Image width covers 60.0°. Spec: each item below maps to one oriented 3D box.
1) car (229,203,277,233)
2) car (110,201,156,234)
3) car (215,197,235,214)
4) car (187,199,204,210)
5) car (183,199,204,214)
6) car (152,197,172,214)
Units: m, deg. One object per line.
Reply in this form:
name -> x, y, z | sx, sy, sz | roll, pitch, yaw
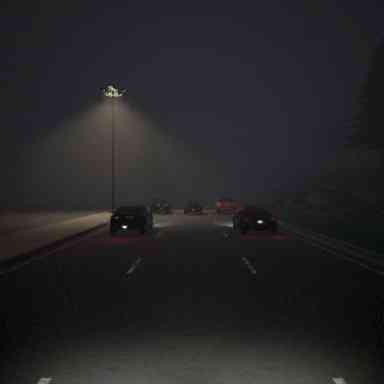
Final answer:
car -> 3.600, 1.564, 19.554 | 1.994, 1.385, 4.181 | 0, 0, 0
car -> -3.400, 1.504, 19.215 | 1.837, 1.490, 4.892 | 0, 0, 0
car -> 3.650, 1.352, 35.991 | 2.097, 1.767, 4.553 | 0, 0, 1
car -> 0.538, 1.601, 43.791 | 1.895, 1.301, 4.718 | 0, 0, 5
car -> 0.128, 1.526, 34.605 | 1.812, 1.442, 4.674 | 0, 0, 1
car -> -3.348, 1.352, 35.948 | 2.097, 1.767, 4.553 | 0, 0, 1
